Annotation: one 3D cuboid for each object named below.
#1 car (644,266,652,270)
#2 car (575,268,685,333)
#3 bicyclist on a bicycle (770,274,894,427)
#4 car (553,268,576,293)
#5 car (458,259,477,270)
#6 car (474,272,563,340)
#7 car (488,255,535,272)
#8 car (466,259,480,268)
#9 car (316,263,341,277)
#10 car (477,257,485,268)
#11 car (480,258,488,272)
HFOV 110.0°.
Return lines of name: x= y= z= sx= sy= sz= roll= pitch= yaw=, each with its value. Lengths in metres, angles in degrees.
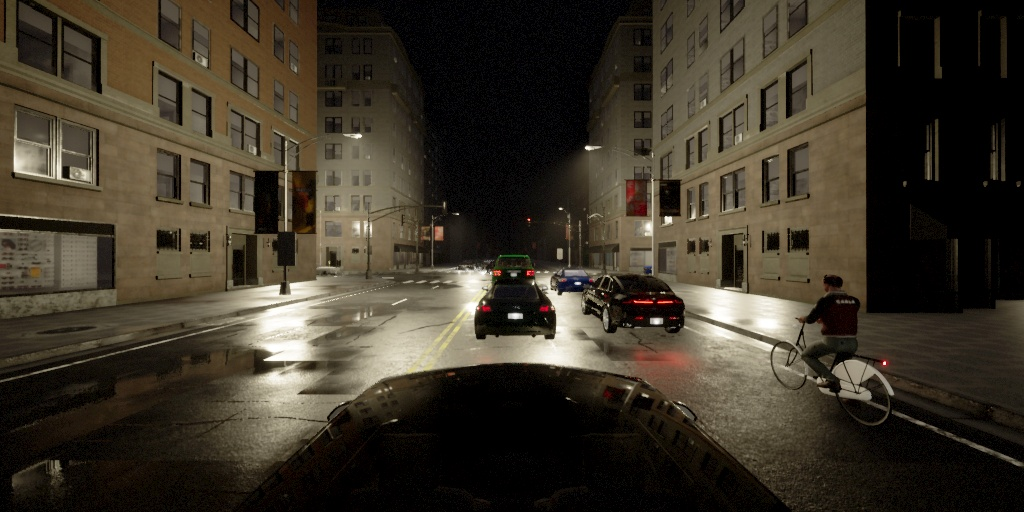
car: x=16.363 y=1.289 z=37.584 sx=5.008 sy=1.535 sz=1.882 roll=0 pitch=0 yaw=0
car: x=3.336 y=1.256 z=10.693 sx=1.837 sy=1.490 sz=4.892 roll=0 pitch=0 yaw=0
bicyclist on a bicycle: x=4.140 y=1.121 z=4.833 sx=0.659 sy=1.776 sz=1.843 roll=0 pitch=0 yaw=0
car: x=3.228 y=1.317 z=19.589 sx=1.994 sy=1.385 sz=4.181 roll=0 pitch=0 yaw=0
car: x=-6.645 y=1.292 z=52.247 sx=1.812 sy=1.442 sz=4.674 roll=0 pitch=0 yaw=0
car: x=0.087 y=1.315 z=10.027 sx=1.994 sy=1.385 sz=4.181 roll=0 pitch=0 yaw=0
car: x=0.079 y=0.975 z=19.440 sx=2.150 sy=2.045 sz=5.566 roll=0 pitch=0 yaw=0
car: x=-6.642 y=1.273 z=61.257 sx=1.837 sy=1.490 sz=4.892 roll=0 pitch=0 yaw=0
car: x=-19.215 y=1.335 z=34.738 sx=4.718 sy=1.301 sz=1.895 roll=0 pitch=0 yaw=3
car: x=-3.397 y=1.257 z=50.991 sx=2.128 sy=1.511 sz=4.902 roll=0 pitch=0 yaw=0
car: x=-1.191 y=1.272 z=41.969 sx=1.837 sy=1.490 sz=4.892 roll=2 pitch=2 yaw=32
